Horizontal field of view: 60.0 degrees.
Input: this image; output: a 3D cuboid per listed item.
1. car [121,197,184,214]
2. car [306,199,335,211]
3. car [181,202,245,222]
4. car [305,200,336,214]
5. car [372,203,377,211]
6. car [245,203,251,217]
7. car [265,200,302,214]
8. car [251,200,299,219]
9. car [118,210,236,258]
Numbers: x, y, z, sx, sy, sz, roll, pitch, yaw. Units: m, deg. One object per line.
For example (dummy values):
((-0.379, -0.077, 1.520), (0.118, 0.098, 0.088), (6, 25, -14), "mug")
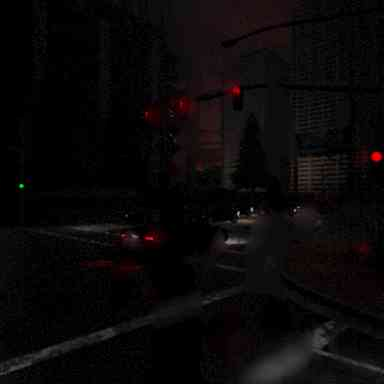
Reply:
((-2.794, 1.385, 25.933), (2.150, 2.045, 5.566), (0, 0, 44), "car")
((18.433, 1.851, 47.647), (2.128, 1.511, 4.902), (0, 0, 45), "car")
((1.712, 1.687, 25.542), (1.837, 1.490, 4.892), (0, 0, 44), "car")
((15.181, 1.907, 39.345), (1.895, 1.301, 4.718), (0, 0, 44), "car")
((26.486, 1.988, 45.654), (1.895, 1.301, 4.718), (0, 0, 44), "car")
((4.121, 1.732, 33.027), (1.837, 1.490, 4.892), (0, 0, 44), "car")
((11.133, 1.783, 40.209), (2.128, 1.511, 4.902), (0, 0, 44), "car")
((8.238, 1.734, 32.234), (2.128, 1.511, 4.902), (0, 0, 44), "car")
((-0.492, 1.646, 13.349), (2.033, 1.411, 5.357), (0, -1, 35), "car")
